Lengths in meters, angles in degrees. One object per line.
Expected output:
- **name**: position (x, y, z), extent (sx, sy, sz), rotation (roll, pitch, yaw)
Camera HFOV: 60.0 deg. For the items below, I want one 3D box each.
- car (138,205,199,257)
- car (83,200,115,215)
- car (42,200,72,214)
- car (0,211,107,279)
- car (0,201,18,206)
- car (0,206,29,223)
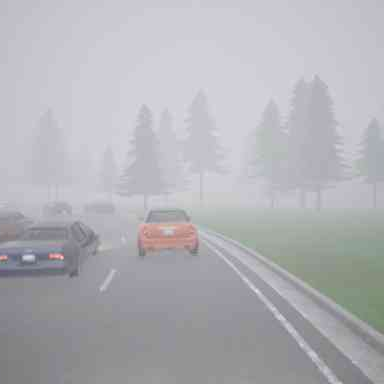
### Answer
- **car**: position (-1.038, 1.350, 13.239), extent (2.097, 1.767, 4.553), rotation (0, 0, -7)
- **car**: position (-9.442, 1.514, 33.509), extent (1.882, 1.535, 5.008), rotation (0, 0, -35)
- **car**: position (-12.914, 1.564, 31.831), extent (1.837, 1.490, 4.892), rotation (1, -1, -36)
- **car**: position (-4.086, 1.566, 10.189), extent (2.033, 1.411, 5.357), rotation (0, 0, -7)
- **car**: position (-18.639, 1.619, 33.239), extent (1.812, 1.442, 4.674), rotation (0, 0, -43)
- **car**: position (-8.895, 1.609, 15.820), extent (1.994, 1.385, 4.181), rotation (0, 0, -15)
